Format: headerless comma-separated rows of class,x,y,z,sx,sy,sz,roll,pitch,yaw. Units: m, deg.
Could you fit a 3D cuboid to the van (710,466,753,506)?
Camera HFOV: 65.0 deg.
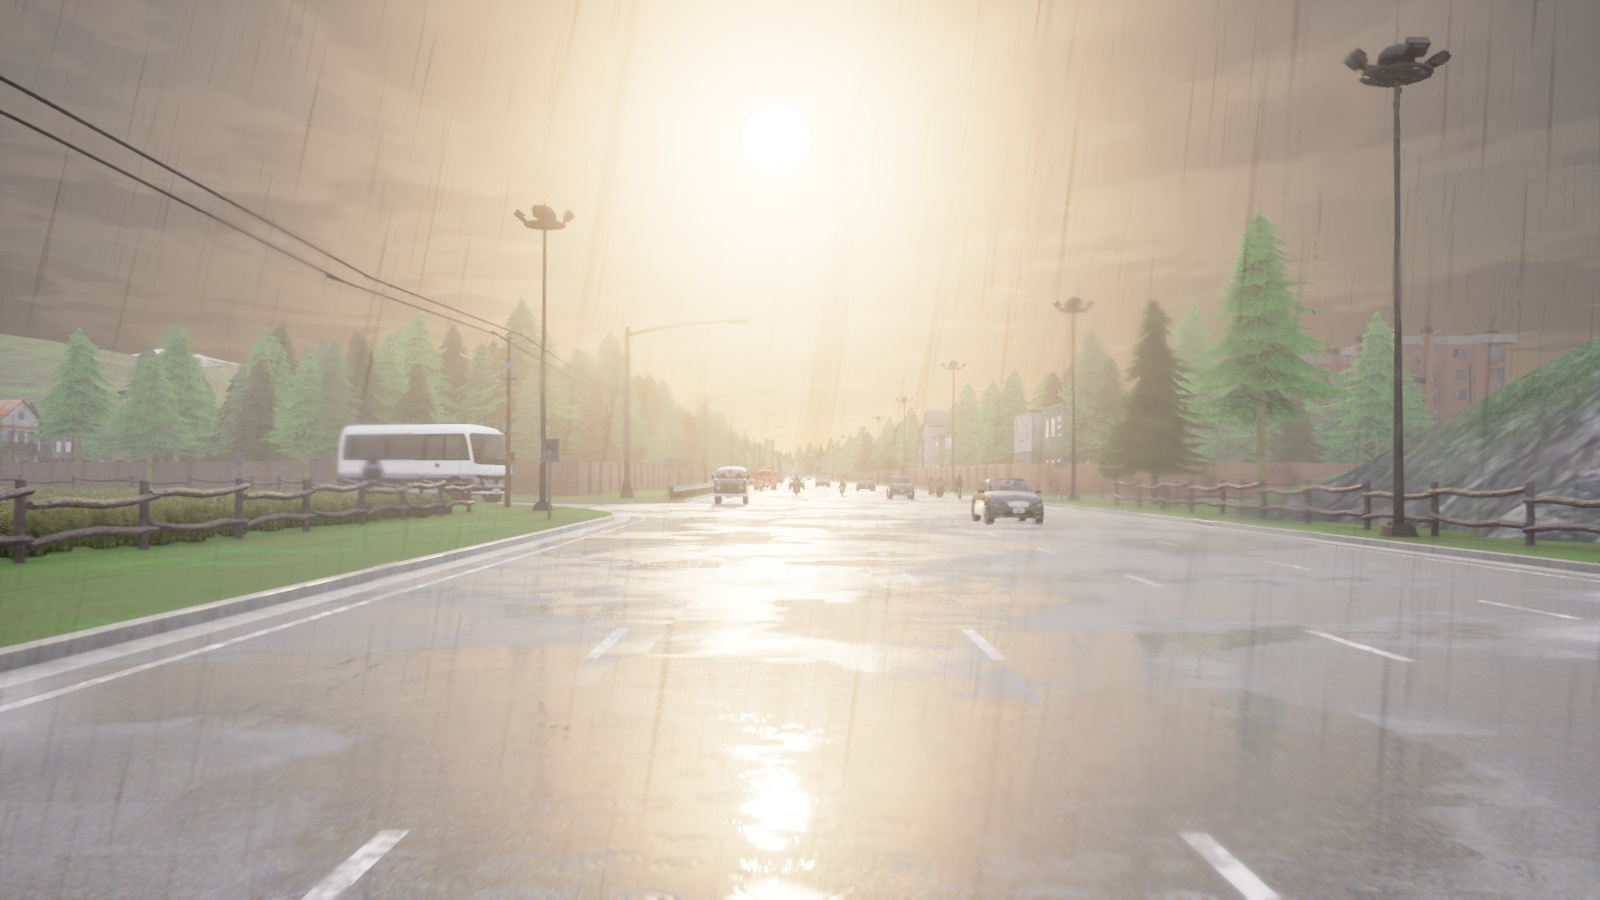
van,-3.669,1.936,67.834,2.069,2.038,4.480,0,-1,0

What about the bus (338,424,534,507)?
bus,-19.888,0.911,68.450,10.273,4.253,3.944,-1,-2,27

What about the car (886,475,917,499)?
car,6.791,2.487,84.491,1.789,1.549,3.705,0,-2,0

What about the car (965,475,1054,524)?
car,6.896,1.596,41.796,2.128,1.511,4.902,0,-1,0
